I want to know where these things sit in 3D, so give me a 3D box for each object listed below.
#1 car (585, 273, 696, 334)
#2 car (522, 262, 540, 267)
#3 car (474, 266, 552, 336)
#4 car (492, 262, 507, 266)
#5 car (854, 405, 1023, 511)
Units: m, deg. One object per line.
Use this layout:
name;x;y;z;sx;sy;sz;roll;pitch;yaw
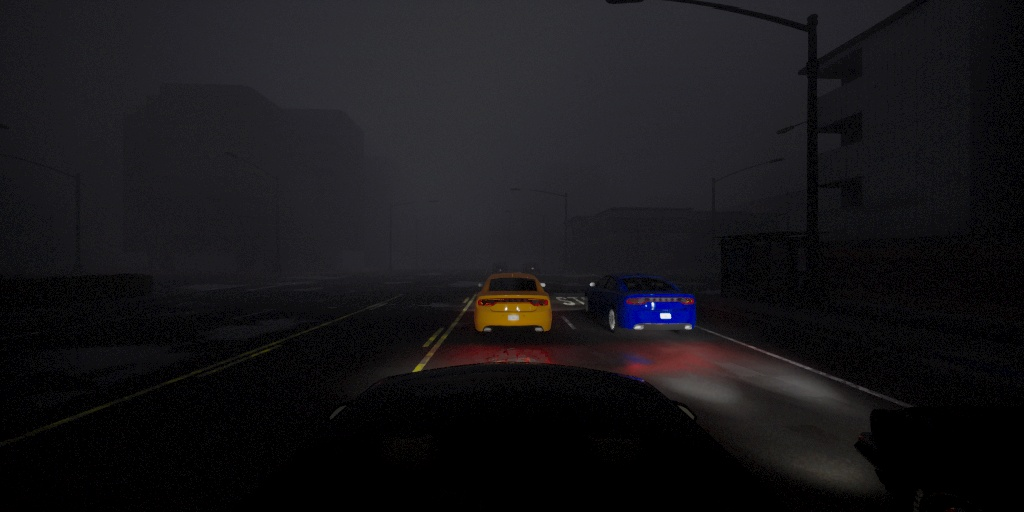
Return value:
car;3.501;1.228;10.716;1.882;1.535;5.008;0;0;-1
car;2.158;1.370;41.804;1.994;1.385;4.181;0;-1;-4
car;0.002;1.228;10.486;1.882;1.535;5.008;0;0;-1
car;-1.559;1.450;45.334;1.895;1.301;4.718;0;-1;-3
car;3.573;1.351;0.583;1.895;1.301;4.718;0;0;0
